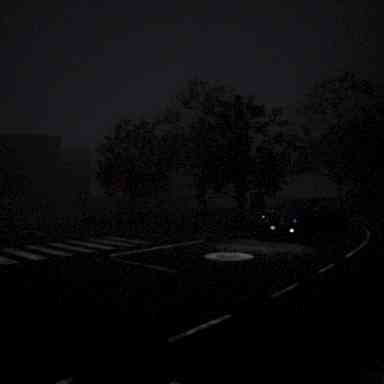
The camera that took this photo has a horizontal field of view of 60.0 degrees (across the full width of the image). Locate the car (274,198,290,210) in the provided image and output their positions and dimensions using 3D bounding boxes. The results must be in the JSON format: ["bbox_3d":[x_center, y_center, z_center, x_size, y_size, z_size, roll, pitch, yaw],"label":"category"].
[{"bbox_3d":[13.973,1.864,51.419,2.097,1.767,4.553,0,-1,20],"label":"car"}]

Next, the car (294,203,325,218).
[{"bbox_3d":[11.658,1.808,33.311,1.994,1.385,4.181,0,-1,6],"label":"car"}]

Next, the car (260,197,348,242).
[{"bbox_3d":[6.027,1.333,17.554,5.566,2.045,2.150,0,0,-38],"label":"car"}]

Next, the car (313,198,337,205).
[{"bbox_3d":[31.985,2.340,79.916,5.008,1.535,2.097,-1,-1,43],"label":"car"}]

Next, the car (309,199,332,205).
[{"bbox_3d":[30.058,2.360,77.846,4.674,1.452,2.002,-1,-1,43],"label":"car"}]

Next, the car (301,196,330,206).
[{"bbox_3d":[28.112,2.049,75.802,5.566,2.045,2.435,-1,-1,43],"label":"car"}]

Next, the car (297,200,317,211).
[{"bbox_3d":[16.658,1.930,48.357,1.882,1.535,5.008,0,-1,9],"label":"car"}]

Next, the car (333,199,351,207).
[{"bbox_3d":[30.089,2.236,66.640,1.812,1.442,4.674,-1,-1,43],"label":"car"}]
